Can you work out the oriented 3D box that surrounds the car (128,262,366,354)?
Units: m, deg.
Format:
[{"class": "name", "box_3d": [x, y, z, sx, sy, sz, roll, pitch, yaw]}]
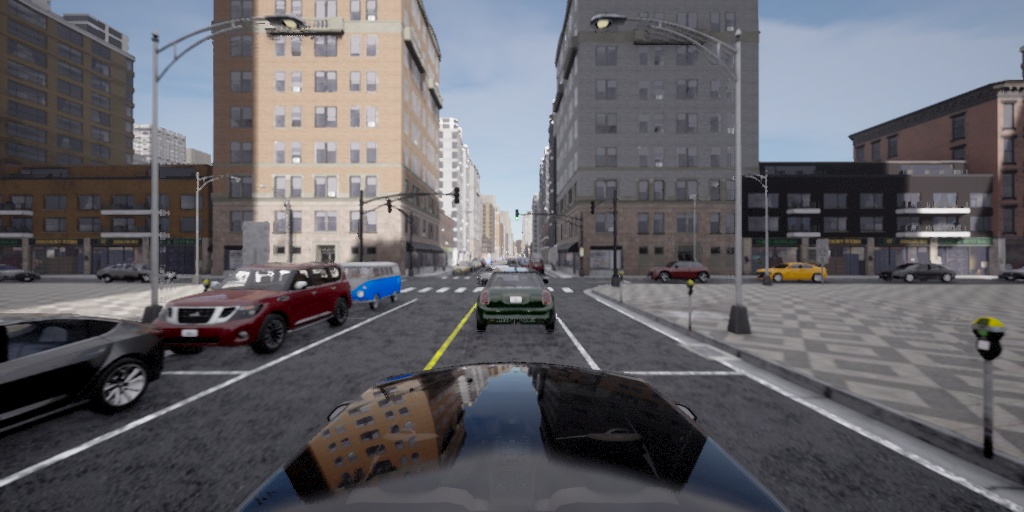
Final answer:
[{"class": "car", "box_3d": [-5.859, 1.089, 9.032, 2.192, 1.841, 5.009, 0, 0, 0]}]

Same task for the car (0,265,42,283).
[{"class": "car", "box_3d": [-38.806, 1.340, 26.814, 5.357, 1.411, 2.033, 0, 0, 1]}]

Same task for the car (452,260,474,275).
[{"class": "car", "box_3d": [-5.864, 1.349, 41.521, 1.751, 1.417, 4.829, 0, 0, 0]}]

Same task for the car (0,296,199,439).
[{"class": "car", "box_3d": [-5.858, 1.321, 3.392, 1.948, 1.339, 4.313, 0, 0, 0]}]

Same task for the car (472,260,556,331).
[{"class": "car", "box_3d": [0.098, 1.135, 11.253, 2.097, 1.767, 4.553, 0, 0, 0]}]

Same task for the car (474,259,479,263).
[{"class": "car", "box_3d": [-5.864, 1.394, 47.346, 1.948, 1.339, 4.313, 0, 0, 0]}]

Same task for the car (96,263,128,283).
[{"class": "car", "box_3d": [-27.756, 1.285, 26.636, 4.902, 1.511, 2.128, 0, 0, 1]}]

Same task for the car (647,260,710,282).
[{"class": "car", "box_3d": [13.455, 1.154, 29.219, 4.553, 1.767, 2.097, 0, 0, 1]}]

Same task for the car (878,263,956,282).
[{"class": "car", "box_3d": [32.594, 1.318, 28.915, 4.892, 1.490, 1.837, 0, 0, 1]}]

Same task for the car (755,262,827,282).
[{"class": "car", "box_3d": [22.522, 1.284, 29.074, 5.008, 1.535, 1.882, 0, 0, 1]}]

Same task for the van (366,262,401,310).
[{"class": "van", "box_3d": [-5.860, 1.132, 14.673, 1.690, 1.789, 3.998, 0, 0, 0]}]

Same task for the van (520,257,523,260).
[{"class": "van", "box_3d": [2.660, 1.177, 58.635, 1.690, 1.789, 3.998, 0, 0, 0]}]

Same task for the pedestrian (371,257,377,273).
[{"class": "pedestrian", "box_3d": [-12.556, 0.951, 32.642, 0.375, 1.860, 0.375, 0, 0, 1]}]

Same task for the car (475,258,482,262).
[{"class": "car", "box_3d": [-5.865, 1.358, 52.831, 1.751, 1.417, 4.829, 0, 0, 0]}]

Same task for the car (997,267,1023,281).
[{"class": "car", "box_3d": [42.698, 1.371, 28.730, 5.357, 1.411, 2.033, 0, 0, 1]}]

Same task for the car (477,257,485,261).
[{"class": "car", "box_3d": [-5.866, 1.361, 58.486, 1.751, 1.417, 4.829, 0, 0, 0]}]

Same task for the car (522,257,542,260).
[{"class": "car", "box_3d": [2.662, 1.138, 41.665, 2.192, 1.841, 5.009, 0, 0, 0]}]

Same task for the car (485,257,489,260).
[{"class": "car", "box_3d": [-5.867, 1.154, 64.311, 2.192, 1.841, 5.009, 0, 0, 0]}]
